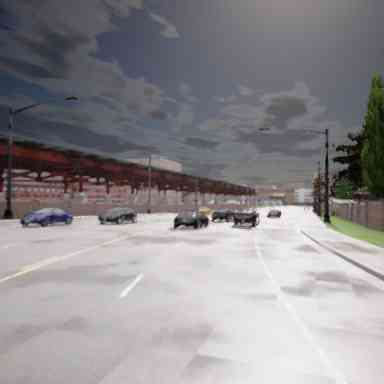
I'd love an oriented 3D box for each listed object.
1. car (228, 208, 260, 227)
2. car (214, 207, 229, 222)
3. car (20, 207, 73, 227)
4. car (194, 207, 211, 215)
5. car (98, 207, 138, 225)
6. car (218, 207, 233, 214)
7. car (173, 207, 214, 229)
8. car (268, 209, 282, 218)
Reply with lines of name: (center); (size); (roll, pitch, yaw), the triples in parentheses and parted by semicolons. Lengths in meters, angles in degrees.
car: (5.039, 2.305, 30.298); (2.128, 1.511, 4.902); (0, -3, 18)
car: (3.704, 2.615, 38.173); (1.837, 1.490, 4.892); (0, -2, 21)
car: (-10.982, 1.872, 25.546); (1.812, 1.442, 4.674); (0, -2, 13)
car: (2.134, 3.691, 65.225); (1.882, 1.535, 5.008); (0, -2, 19)
car: (-6.412, 2.067, 29.271); (1.837, 1.490, 4.892); (0, -2, 16)
car: (6.875, 3.811, 68.180); (1.895, 1.301, 4.718); (0, -2, 19)
car: (0.027, 2.119, 26.302); (1.994, 1.385, 4.181); (0, -2, 17)
car: (14.159, 3.621, 56.852); (1.994, 1.385, 4.181); (0, -2, 19)
